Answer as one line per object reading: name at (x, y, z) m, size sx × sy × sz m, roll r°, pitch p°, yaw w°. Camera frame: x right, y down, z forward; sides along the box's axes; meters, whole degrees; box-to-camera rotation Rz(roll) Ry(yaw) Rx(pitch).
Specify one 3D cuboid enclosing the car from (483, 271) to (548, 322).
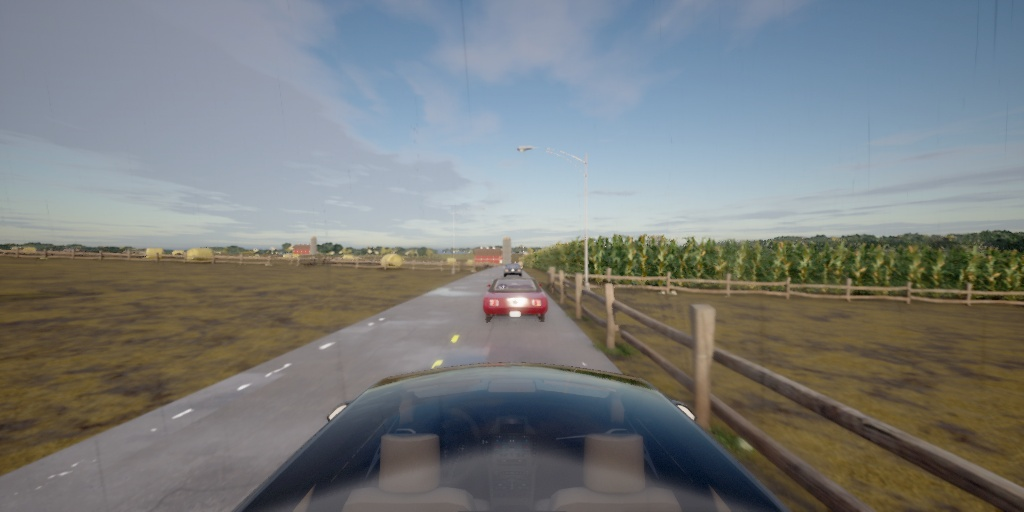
car at (0.096, 1.356, 12.348) m, size 1.895 × 1.301 × 4.718 m, roll 0°, pitch 0°, yaw 0°

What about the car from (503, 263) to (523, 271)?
car at (0.086, 1.413, 36.036) m, size 2.033 × 1.411 × 5.357 m, roll 0°, pitch 0°, yaw 0°
